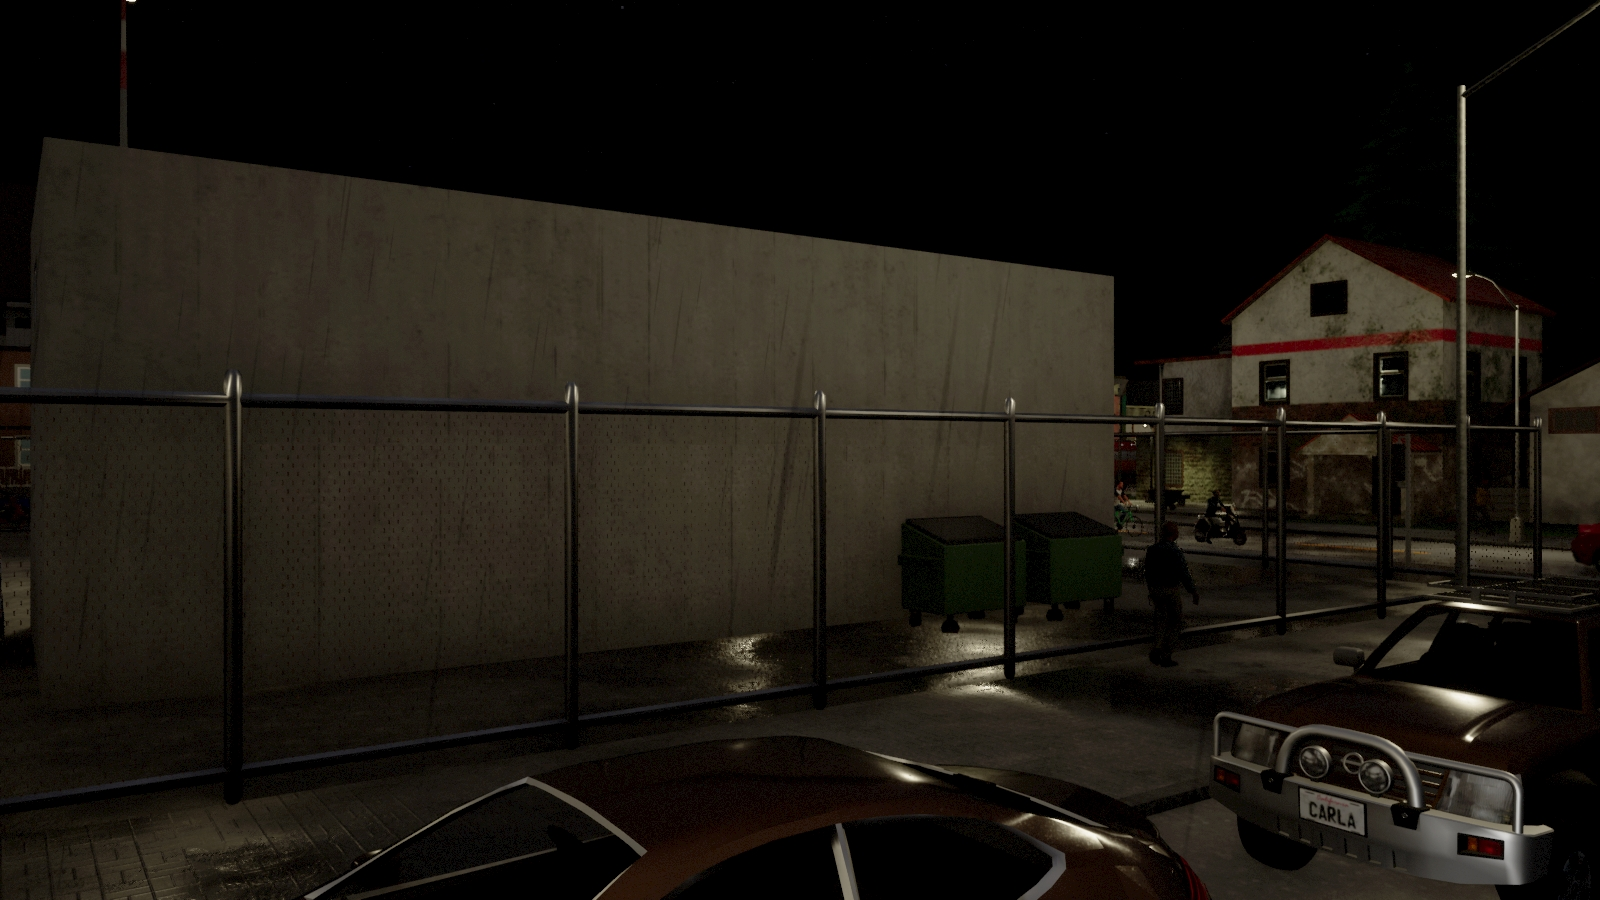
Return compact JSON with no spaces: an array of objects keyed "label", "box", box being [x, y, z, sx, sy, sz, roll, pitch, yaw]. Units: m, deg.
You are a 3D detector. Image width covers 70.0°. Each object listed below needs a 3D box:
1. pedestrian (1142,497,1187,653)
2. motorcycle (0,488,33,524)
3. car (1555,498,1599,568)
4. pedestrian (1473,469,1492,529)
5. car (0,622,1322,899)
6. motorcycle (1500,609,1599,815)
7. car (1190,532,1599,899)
[{"label":"pedestrian","box":[4.465,1.513,13.990,0.375,1.860,0.375,0,0,-35]},{"label":"motorcycle","box":[-28.041,1.962,40.129,1.805,1.236,0.856,0,0,-35]},{"label":"car","box":[19.105,1.831,24.027,2.231,1.480,4.892,0,0,-30]},{"label":"pedestrian","box":[21.191,1.510,35.476,0.375,1.860,0.375,0,0,-32]},{"label":"car","box":[-0.619,1.771,3.955,5.027,1.651,2.152,0,0,-35]},{"label":"motorcycle","box":[6.256,1.958,8.768,1.805,1.236,0.856,0,0,-35]},{"label":"car","box":[4.948,1.640,7.839,4.605,1.855,1.932,0,0,-35]}]
